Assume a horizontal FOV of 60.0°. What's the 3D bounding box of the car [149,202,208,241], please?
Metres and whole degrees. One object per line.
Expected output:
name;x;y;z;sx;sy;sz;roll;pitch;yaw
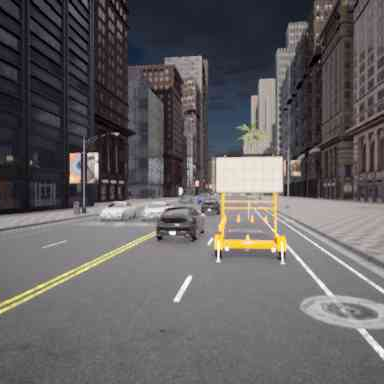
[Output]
car;-0.481;1.493;16.606;1.837;1.490;4.892;0;0;8

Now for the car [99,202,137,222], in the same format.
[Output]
car;-5.804;1.507;26.731;1.812;1.442;4.674;0;0;8

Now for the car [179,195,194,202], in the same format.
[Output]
car;-1.009;1.330;60.465;2.097;1.767;4.553;0;0;8

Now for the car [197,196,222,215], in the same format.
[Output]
car;2.022;1.483;34.285;1.837;1.490;4.892;0;-1;8

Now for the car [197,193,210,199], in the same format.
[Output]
car;2.187;1.199;59.829;2.150;2.045;5.566;0;0;9

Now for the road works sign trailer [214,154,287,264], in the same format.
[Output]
road works sign trailer;2.032;0.456;11.886;2.380;3.560;2.880;0;0;8

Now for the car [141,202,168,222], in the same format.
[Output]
car;-2.594;1.508;26.298;1.812;1.442;4.674;0;0;8
